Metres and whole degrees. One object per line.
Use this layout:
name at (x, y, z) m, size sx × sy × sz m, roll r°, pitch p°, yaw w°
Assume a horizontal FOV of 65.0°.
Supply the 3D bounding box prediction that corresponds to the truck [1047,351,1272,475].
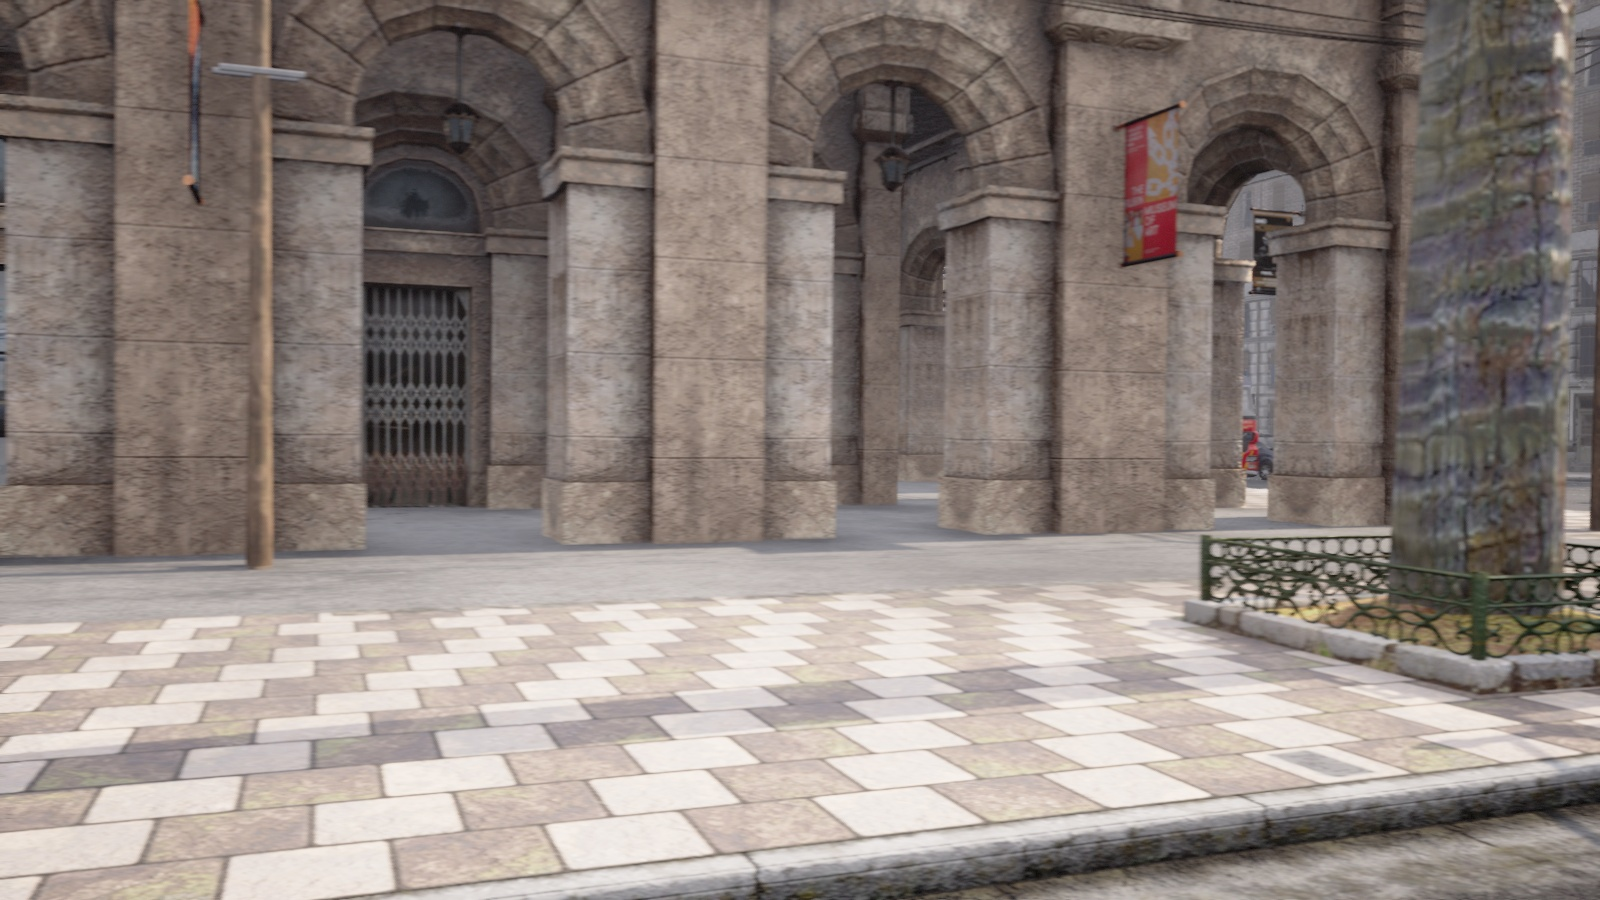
truck at (12.047, -1.201, 43.152) m, size 2.891 × 3.827 × 8.468 m, roll -1°, pitch 1°, yaw -21°

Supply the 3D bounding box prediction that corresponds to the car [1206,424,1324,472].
car at (15.865, -0.099, 43.021) m, size 1.789 × 1.549 × 3.705 m, roll -1°, pitch 1°, yaw -21°
